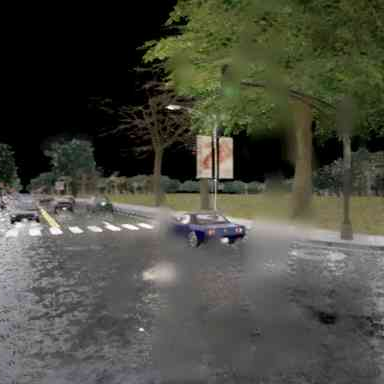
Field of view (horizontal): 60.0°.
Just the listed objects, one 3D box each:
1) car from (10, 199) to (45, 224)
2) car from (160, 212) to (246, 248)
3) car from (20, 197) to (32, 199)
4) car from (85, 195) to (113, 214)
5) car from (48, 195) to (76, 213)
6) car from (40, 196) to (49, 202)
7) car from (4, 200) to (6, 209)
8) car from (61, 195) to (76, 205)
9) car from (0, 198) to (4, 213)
[{"bbox_3d":[-12.253,1.486,24.541,2.033,1.411,5.357,-1,0,-26],"label":"car"},{"bbox_3d":[0.228,1.511,14.482,1.895,1.301,4.718,-1,0,-27],"label":"car"},{"bbox_3d":[-16.827,1.516,33.740,1.895,1.301,4.718,-1,0,-27],"label":"car"},{"bbox_3d":[-9.505,1.215,33.865,2.097,1.767,4.553,-1,0,-27],"label":"car"},{"bbox_3d":[-13.667,1.391,34.912,1.837,1.490,4.892,-1,0,-27],"label":"car"},{"bbox_3d":[-27.528,1.448,62.283,1.895,1.301,4.718,-1,0,-27],"label":"car"},{"bbox_3d":[-24.210,1.449,41.195,1.812,1.442,4.674,-1,0,-27],"label":"car"},{"bbox_3d":[-21.001,1.326,56.566,1.837,1.490,4.892,-1,1,-26],"label":"car"},{"bbox_3d":[-19.602,1.423,32.021,1.882,1.535,5.008,-1,0,-27],"label":"car"}]
